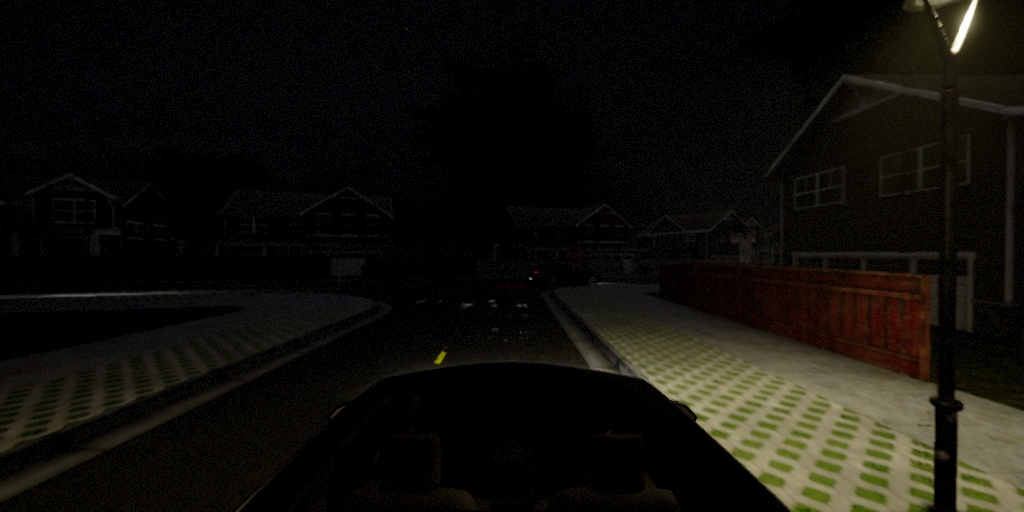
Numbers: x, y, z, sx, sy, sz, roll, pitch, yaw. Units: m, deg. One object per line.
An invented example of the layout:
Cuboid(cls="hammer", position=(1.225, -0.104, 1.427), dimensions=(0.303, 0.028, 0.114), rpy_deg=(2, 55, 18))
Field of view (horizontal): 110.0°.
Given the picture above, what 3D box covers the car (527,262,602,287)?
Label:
Cuboid(cls="car", position=(3.401, 1.157, 22.935), dimensions=(4.892, 1.490, 1.837), rpy_deg=(1, 0, -20))
